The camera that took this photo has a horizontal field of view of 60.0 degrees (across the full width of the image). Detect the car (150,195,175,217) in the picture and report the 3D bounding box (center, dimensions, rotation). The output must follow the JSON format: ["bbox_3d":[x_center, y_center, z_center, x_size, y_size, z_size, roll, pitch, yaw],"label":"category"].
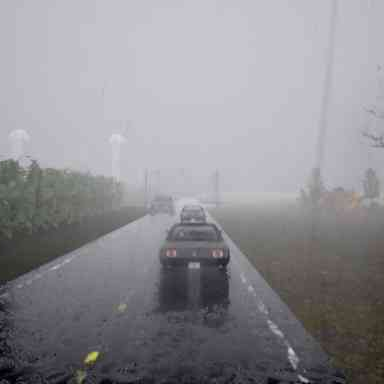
[{"bbox_3d":[-2.840,1.349,33.309,2.150,2.045,5.566,0,0,0],"label":"car"}]

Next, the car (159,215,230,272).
[{"bbox_3d":[0.079,1.640,10.880,1.895,1.301,4.718,0,0,0],"label":"car"}]

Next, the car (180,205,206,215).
[{"bbox_3d":[0.077,1.699,25.950,1.895,1.301,4.718,0,0,0],"label":"car"}]
